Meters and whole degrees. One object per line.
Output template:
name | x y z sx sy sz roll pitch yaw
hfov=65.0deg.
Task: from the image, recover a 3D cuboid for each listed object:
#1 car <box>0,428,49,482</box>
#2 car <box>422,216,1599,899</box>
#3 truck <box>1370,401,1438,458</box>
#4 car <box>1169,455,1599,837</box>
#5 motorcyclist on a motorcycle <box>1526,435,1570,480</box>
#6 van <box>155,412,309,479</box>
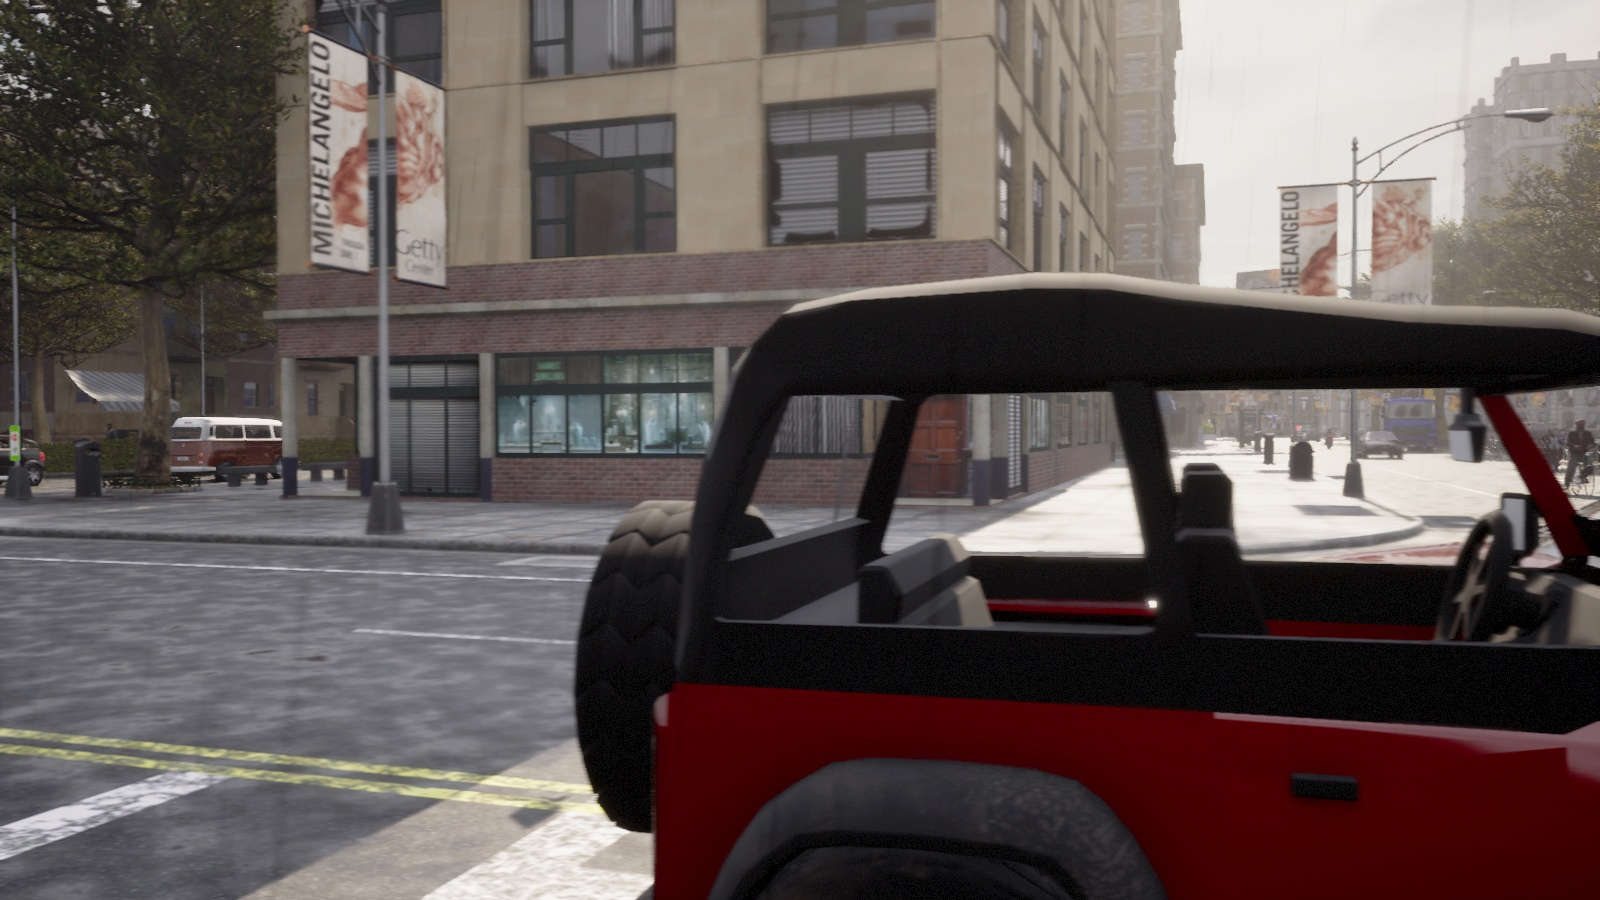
car | -23.680 0.143 35.699 1.789 1.549 3.705 1 1 18
car | 1.404 0.585 2.766 3.866 1.878 1.905 0 1 17
truck | 38.442 -1.294 80.144 2.891 3.462 7.936 1 1 18
car | 4.096 0.780 5.508 4.674 1.442 1.812 1 1 19
motorcyclist on a motorcycle | 26.729 0.243 44.904 0.866 1.530 2.191 1 1 18
van | -18.326 -0.172 40.741 2.069 2.038 4.480 1 1 18
